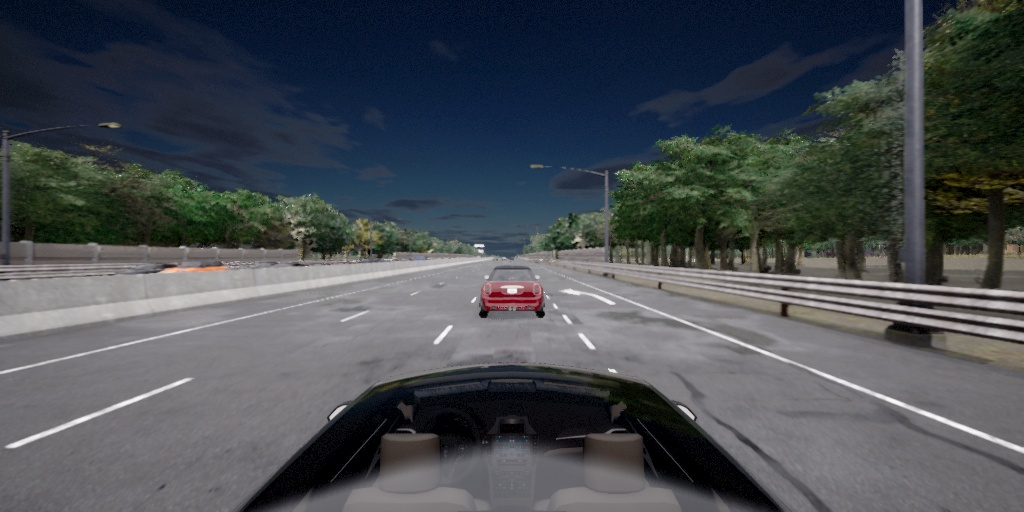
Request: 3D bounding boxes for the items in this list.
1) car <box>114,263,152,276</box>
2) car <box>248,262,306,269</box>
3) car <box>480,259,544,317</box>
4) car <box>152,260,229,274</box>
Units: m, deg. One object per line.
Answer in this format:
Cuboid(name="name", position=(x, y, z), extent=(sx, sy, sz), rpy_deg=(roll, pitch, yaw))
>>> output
Cuboid(name="car", position=(-28.084, 1.298, 28.137), extent=(1.837, 1.490, 4.892), rpy_deg=(0, 0, 0))
Cuboid(name="car", position=(-17.588, 1.296, 27.776), extent=(1.837, 1.490, 4.892), rpy_deg=(0, 0, 0))
Cuboid(name="car", position=(0.002, 1.123, 13.425), extent=(2.097, 1.767, 4.553), rpy_deg=(0, 0, 0))
Cuboid(name="car", position=(-24.584, 1.145, 27.959), extent=(2.097, 1.767, 4.553), rpy_deg=(0, 0, 0))
